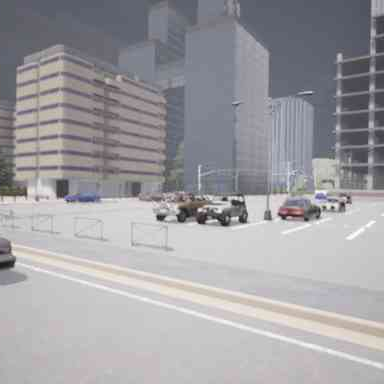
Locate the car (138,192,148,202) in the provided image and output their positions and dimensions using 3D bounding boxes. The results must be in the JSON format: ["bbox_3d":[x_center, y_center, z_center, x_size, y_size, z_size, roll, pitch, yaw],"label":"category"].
[{"bbox_3d":[-6.219,0.711,51.047,2.097,1.767,4.553,1,1,34],"label":"car"}]

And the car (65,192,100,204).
[{"bbox_3d":[-14.665,0.777,44.760,1.882,1.535,5.008,1,1,34],"label":"car"}]

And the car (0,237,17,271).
[{"bbox_3d":[-6.705,1.355,8.691,5.357,1.411,2.033,1,1,35],"label":"car"}]

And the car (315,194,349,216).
[{"bbox_3d":[13.941,1.252,33.011,1.970,1.475,3.806,1,1,34],"label":"car"}]

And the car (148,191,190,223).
[{"bbox_3d":[-0.442,0.915,21.714,1.932,1.855,4.605,1,1,34],"label":"car"}]

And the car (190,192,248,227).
[{"bbox_3d":[1.925,0.971,20.049,1.905,1.878,3.866,1,1,34],"label":"car"}]

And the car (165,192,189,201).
[{"bbox_3d":[-2.680,0.768,62.476,1.882,1.535,5.008,1,0,34],"label":"car"}]
